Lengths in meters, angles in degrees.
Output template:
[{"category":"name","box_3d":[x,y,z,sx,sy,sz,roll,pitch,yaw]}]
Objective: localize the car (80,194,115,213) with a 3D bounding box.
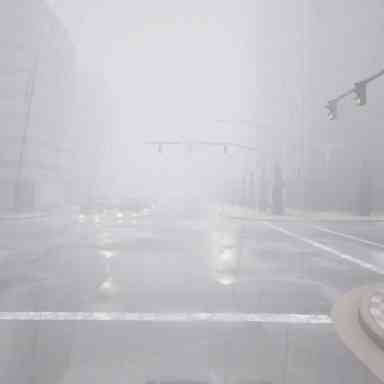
[{"category":"car","box_3d":[-10.545,1.221,36.780,2.150,2.045,5.566,0,0,0]}]

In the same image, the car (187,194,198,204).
[{"category":"car","box_3d":[0.097,1.547,66.143,2.033,1.411,5.357,0,0,0]}]

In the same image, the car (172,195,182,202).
[{"category":"car","box_3d":[-3.388,1.494,76.045,2.128,1.511,4.902,0,0,0]}]

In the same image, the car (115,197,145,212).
[{"category":"car","box_3d":[-7.044,1.352,38.123,2.097,1.767,4.553,0,0,0]}]

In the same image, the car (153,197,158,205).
[{"category":"car","box_3d":[-7.000,1.564,56.987,1.994,1.385,4.181,0,0,0]}]

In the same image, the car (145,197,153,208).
[{"category":"car","box_3d":[-7.026,1.526,47.107,1.812,1.442,4.674,0,0,0]}]

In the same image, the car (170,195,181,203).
[{"category":"car","box_3d":[-3.402,1.505,66.718,1.837,1.490,4.892,0,0,0]}]

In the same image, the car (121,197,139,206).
[{"category":"car","box_3d":[-10.500,1.547,56.814,2.033,1.411,5.357,0,0,0]}]

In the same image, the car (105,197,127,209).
[{"category":"car","box_3d":[-10.530,1.477,46.481,1.882,1.535,5.008,0,0,0]}]
